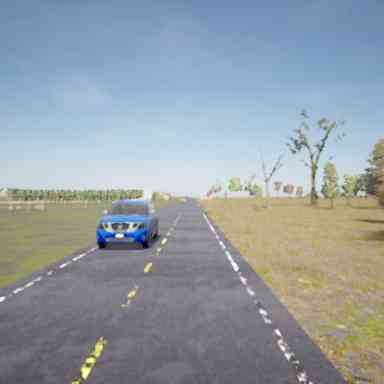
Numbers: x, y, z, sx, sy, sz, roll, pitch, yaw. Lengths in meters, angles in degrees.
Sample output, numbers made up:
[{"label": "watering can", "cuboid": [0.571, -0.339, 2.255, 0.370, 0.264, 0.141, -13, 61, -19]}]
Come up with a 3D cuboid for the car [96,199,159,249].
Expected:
[{"label": "car", "cuboid": [-2.849, 1.390, 15.858, 2.150, 2.045, 5.566, 0, -1, 0]}]
